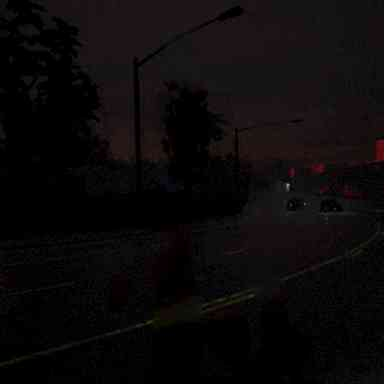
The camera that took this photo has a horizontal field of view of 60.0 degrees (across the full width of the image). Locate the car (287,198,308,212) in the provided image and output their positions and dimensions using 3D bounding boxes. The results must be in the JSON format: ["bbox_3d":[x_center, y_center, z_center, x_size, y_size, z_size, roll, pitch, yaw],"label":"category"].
[{"bbox_3d":[13.087,1.517,41.594,2.097,1.767,4.553,-1,-1,11],"label":"car"}]

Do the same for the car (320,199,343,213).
[{"bbox_3d":[16.016,1.584,38.421,1.837,1.490,4.892,-1,-1,12],"label":"car"}]
